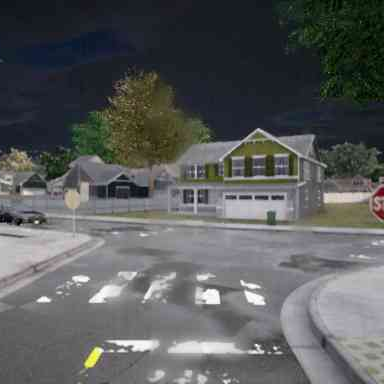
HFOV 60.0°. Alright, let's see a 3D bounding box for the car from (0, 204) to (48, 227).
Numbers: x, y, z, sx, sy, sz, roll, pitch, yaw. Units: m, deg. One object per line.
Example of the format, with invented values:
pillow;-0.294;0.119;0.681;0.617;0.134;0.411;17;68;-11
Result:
car;-12.549;1.591;23.438;5.357;1.411;2.033;1;0;31
